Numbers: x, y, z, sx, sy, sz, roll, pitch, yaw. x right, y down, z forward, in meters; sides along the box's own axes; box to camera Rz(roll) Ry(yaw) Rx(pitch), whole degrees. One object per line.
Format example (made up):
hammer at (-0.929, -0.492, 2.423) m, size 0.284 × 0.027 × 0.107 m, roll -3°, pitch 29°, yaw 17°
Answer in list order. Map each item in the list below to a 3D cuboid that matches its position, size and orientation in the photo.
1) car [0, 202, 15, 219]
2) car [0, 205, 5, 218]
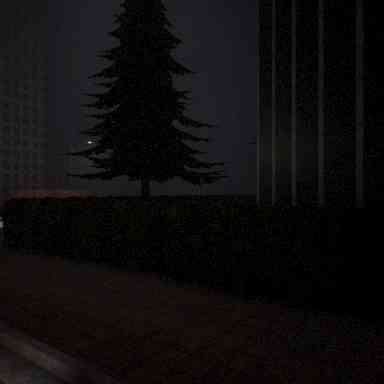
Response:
car at (-17.568, 1.619, 28.091) m, size 1.994 × 1.385 × 4.181 m, roll 0°, pitch 0°, yaw 36°
car at (-14.595, 1.604, 19.864) m, size 2.033 × 1.411 × 5.357 m, roll 0°, pitch 0°, yaw 36°
